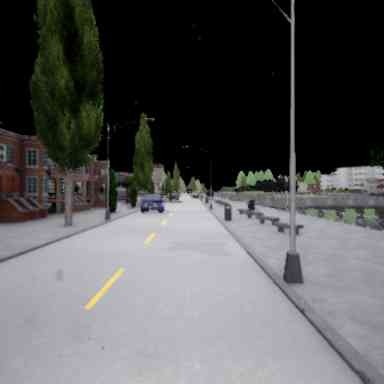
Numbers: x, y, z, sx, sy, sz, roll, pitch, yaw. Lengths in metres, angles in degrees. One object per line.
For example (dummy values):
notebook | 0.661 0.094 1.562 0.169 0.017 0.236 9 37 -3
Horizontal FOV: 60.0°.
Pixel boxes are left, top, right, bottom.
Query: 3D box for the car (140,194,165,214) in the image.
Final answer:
car | -4.101 1.189 35.503 2.150 2.045 5.566 0 0 0

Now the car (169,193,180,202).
car | -4.016 1.154 76.583 2.150 2.045 5.566 0 0 0
